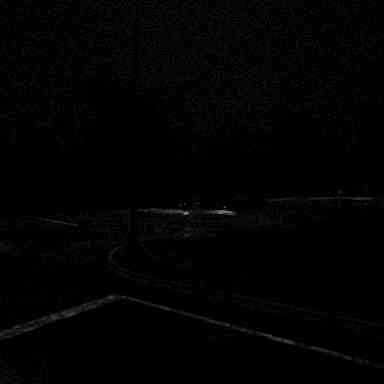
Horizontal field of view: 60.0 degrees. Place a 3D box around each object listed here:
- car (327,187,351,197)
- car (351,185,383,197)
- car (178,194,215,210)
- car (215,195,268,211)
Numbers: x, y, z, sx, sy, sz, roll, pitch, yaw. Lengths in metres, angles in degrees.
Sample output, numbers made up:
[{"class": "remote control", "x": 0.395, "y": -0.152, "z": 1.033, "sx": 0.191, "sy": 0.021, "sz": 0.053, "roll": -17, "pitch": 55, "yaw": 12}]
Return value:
[{"class": "car", "x": 21.376, "y": -0.041, "z": 46.892, "sx": 4.718, "sy": 1.301, "sz": 1.895, "roll": -3, "pitch": 2, "yaw": -26}, {"class": "car", "x": 24.054, "y": -0.195, "z": 44.322, "sx": 5.008, "sy": 1.535, "sz": 1.882, "roll": -3, "pitch": 2, "yaw": -26}, {"class": "car", "x": 0.792, "y": 1.010, "z": 34.126, "sx": 4.892, "sy": 1.490, "sz": 1.837, "roll": -2, "pitch": 2, "yaw": -37}, {"class": "car", "x": 5.242, "y": 0.995, "z": 33.147, "sx": 5.357, "sy": 1.411, "sz": 2.033, "roll": -3, "pitch": 2, "yaw": -36}]
